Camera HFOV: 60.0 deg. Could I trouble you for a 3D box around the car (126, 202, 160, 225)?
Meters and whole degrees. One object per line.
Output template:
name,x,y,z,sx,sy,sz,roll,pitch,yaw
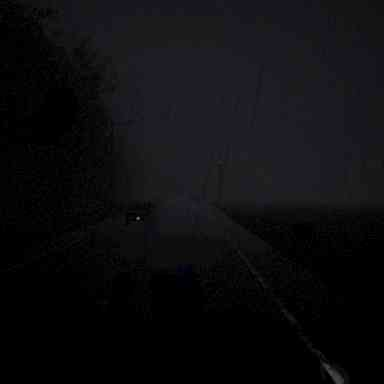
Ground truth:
car,-3.404,1.463,23.485,2.128,1.511,4.902,0,0,0

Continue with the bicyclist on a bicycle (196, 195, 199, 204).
bicyclist on a bicycle,0.952,1.380,61.552,0.582,1.620,1.656,0,0,0

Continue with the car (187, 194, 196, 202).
car,-0.012,1.251,76.559,2.097,1.767,4.553,0,0,0

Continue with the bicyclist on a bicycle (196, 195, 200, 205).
bicyclist on a bicycle,0.955,1.308,52.769,0.659,1.776,1.843,0,0,0

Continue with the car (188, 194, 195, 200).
car,-0.014,1.252,90.660,1.837,1.490,4.892,0,0,0
